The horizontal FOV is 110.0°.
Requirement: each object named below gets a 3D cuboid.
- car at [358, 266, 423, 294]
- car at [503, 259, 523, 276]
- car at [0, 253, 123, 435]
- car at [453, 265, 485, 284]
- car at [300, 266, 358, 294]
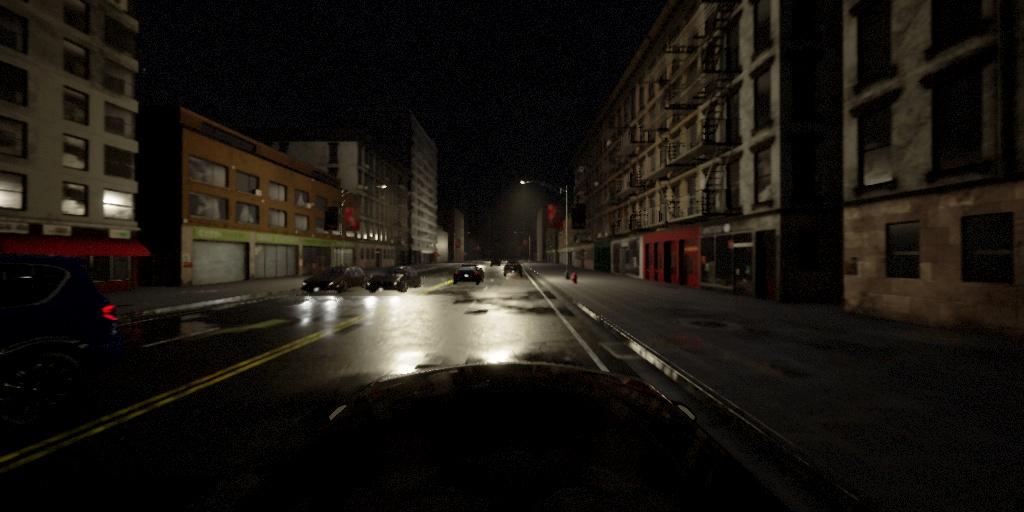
[{"bbox_3d":[-6.596,1.300,20.685,2.033,1.411,5.357,0,0,0],"label":"car"},{"bbox_3d":[0.107,1.261,37.765,1.837,1.490,4.892,0,0,0],"label":"car"},{"bbox_3d":[-6.514,0.972,2.603,2.150,2.045,5.566,0,0,1],"label":"car"},{"bbox_3d":[-3.145,1.318,26.667,1.994,1.385,4.181,0,0,0],"label":"car"},{"bbox_3d":[-9.847,1.300,20.710,2.033,1.411,5.357,0,0,0],"label":"car"}]
